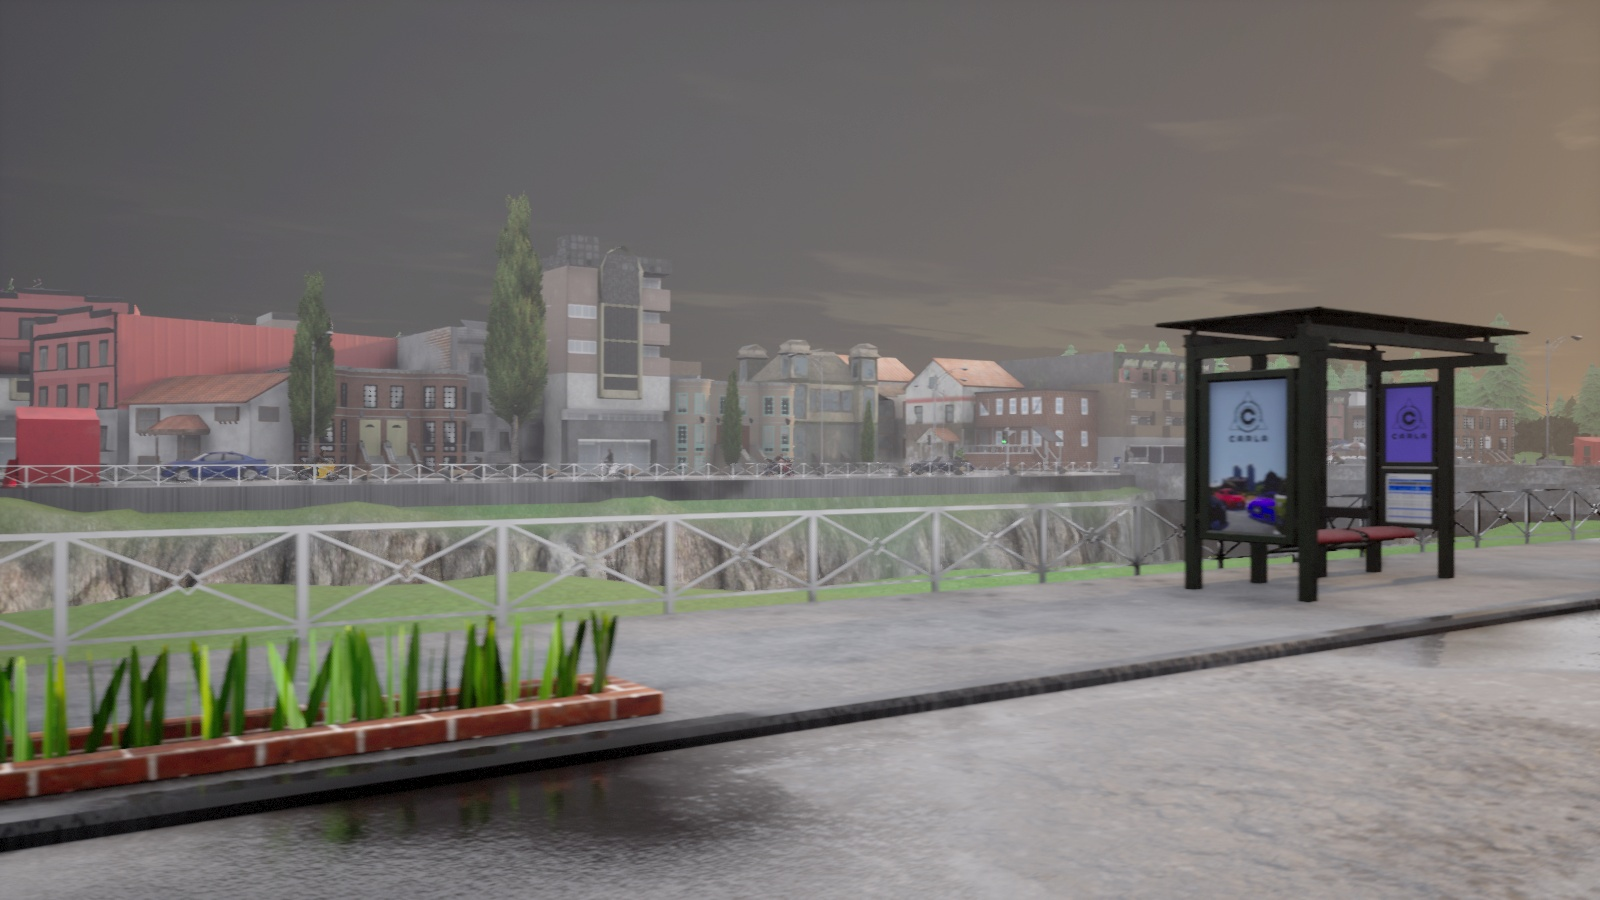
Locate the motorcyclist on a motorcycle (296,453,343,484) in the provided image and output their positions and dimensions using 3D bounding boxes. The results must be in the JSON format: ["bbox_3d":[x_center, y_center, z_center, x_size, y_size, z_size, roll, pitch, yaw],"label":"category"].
[{"bbox_3d":[-24.016,0.931,62.736,2.044,1.523,0.797,0,0,-35],"label":"motorcyclist on a motorcycle"}]

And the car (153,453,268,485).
[{"bbox_3d":[-29.813,0.941,63.574,5.008,1.535,1.882,0,0,-35],"label":"car"}]

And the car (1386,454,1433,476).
[{"bbox_3d":[37.750,0.912,77.801,1.481,1.376,2.207,0,0,-35],"label":"car"}]

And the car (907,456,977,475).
[{"bbox_3d":[9.797,1.036,86.286,4.718,1.301,1.895,0,0,-35],"label":"car"}]

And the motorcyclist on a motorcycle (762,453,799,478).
[{"bbox_3d":[-1.206,0.975,78.622,2.191,1.530,0.866,0,0,-35],"label":"motorcyclist on a motorcycle"}]
